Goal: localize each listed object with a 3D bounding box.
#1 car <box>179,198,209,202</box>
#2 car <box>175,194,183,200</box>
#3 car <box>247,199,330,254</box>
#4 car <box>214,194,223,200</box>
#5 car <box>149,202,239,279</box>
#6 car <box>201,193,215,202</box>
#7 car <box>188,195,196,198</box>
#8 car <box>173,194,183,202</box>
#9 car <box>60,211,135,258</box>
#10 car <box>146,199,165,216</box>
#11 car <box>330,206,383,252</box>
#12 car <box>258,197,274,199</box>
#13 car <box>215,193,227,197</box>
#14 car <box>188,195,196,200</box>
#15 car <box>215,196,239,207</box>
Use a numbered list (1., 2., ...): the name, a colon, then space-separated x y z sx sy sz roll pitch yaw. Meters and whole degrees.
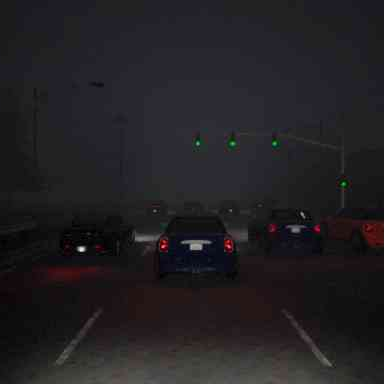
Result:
1. car: 0.107 1.530 28.338 2.033 1.411 5.357 0 0 0
2. car: -3.478 1.331 88.078 1.994 1.385 4.181 0 0 0
3. car: 3.603 1.343 13.661 2.097 1.767 4.553 0 0 0
4. car: 7.022 1.256 88.075 1.882 1.535 5.008 0 0 0
5. car: 0.102 1.346 10.152 2.097 1.767 4.553 0 0 0
6. car: 3.520 1.484 77.656 2.033 1.411 5.357 0 0 0
7. car: 0.020 1.469 78.074 1.812 1.442 4.674 0 0 0
8. car: -3.480 1.422 77.658 1.882 1.535 5.008 0 0 0
9. car: -3.398 1.497 12.661 1.837 1.490 4.892 0 0 0
10. car: -3.391 1.485 32.795 1.837 1.490 4.892 0 0 0
11. car: 7.103 1.342 13.915 2.097 1.767 4.553 0 0 0
12. car: 7.109 1.331 32.721 2.097 1.767 4.553 0 0 0
13. car: 7.020 1.169 77.685 2.150 2.045 5.566 0 0 0
14. car: 0.022 1.373 88.107 1.895 1.301 4.718 0 0 0
15. car: 3.610 1.484 33.508 1.837 1.490 4.892 0 0 0
